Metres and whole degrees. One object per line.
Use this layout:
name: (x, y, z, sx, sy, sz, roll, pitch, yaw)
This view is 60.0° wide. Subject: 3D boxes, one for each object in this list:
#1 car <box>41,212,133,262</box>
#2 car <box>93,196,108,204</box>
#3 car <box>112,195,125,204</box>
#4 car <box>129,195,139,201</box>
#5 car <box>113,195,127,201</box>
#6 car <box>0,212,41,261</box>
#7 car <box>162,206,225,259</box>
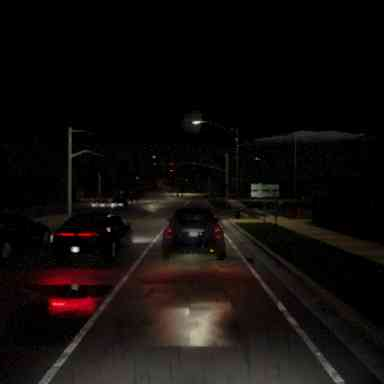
car: (-3.440, 1.516, 12.277, 1.837, 1.490, 4.892, 0, -2, 0)
car: (-17.862, 1.563, 65.294, 1.882, 1.535, 5.008, 0, 0, 1)
car: (-14.362, 1.685, 65.394, 1.895, 1.301, 4.718, 0, 0, 1)
car: (-14.111, 1.485, 81.337, 2.033, 1.411, 5.357, 0, 0, 1)
car: (-17.610, 1.470, 81.390, 2.128, 1.511, 4.902, 0, 0, 1)
car: (-6.940, 1.516, 12.277, 1.837, 1.490, 4.892, 0, -2, 0)
car: (0.062, 1.370, 12.775, 2.097, 1.767, 4.553, 0, 0, 0)
